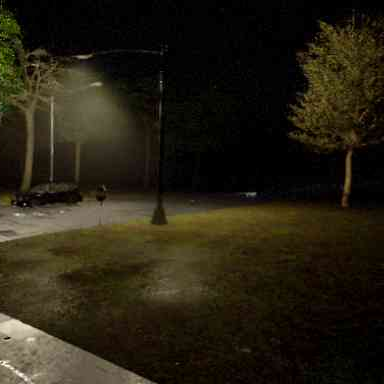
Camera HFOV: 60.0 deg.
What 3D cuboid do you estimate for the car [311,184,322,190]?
[{"bbox_3d":[29.110,-1.215,77.876,1.882,1.535,5.008,4,4,30],"label":"car"}]

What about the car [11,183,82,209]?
[{"bbox_3d":[-11.897,0.315,27.669,2.150,2.045,5.566,4,6,35],"label":"car"}]

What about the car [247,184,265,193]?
[{"bbox_3d":[11.660,-0.661,60.553,2.128,1.511,4.902,4,5,35],"label":"car"}]
